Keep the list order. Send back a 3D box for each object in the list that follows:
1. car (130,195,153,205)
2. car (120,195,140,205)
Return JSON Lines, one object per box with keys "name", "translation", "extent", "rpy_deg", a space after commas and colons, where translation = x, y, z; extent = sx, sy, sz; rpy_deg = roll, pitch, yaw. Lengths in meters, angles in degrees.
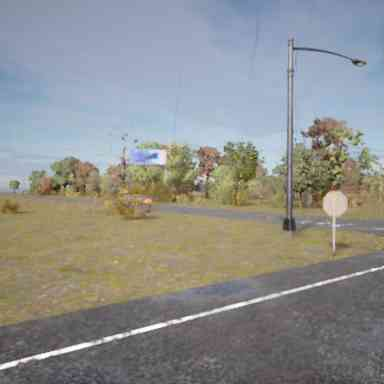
{"name": "car", "translation": [-8.763, 1.448, 59.330], "extent": [2.097, 1.767, 4.553], "rpy_deg": [1, 0, -33]}
{"name": "car", "translation": [-11.988, 1.439, 64.033], "extent": [2.097, 1.767, 4.553], "rpy_deg": [1, 0, -34]}
